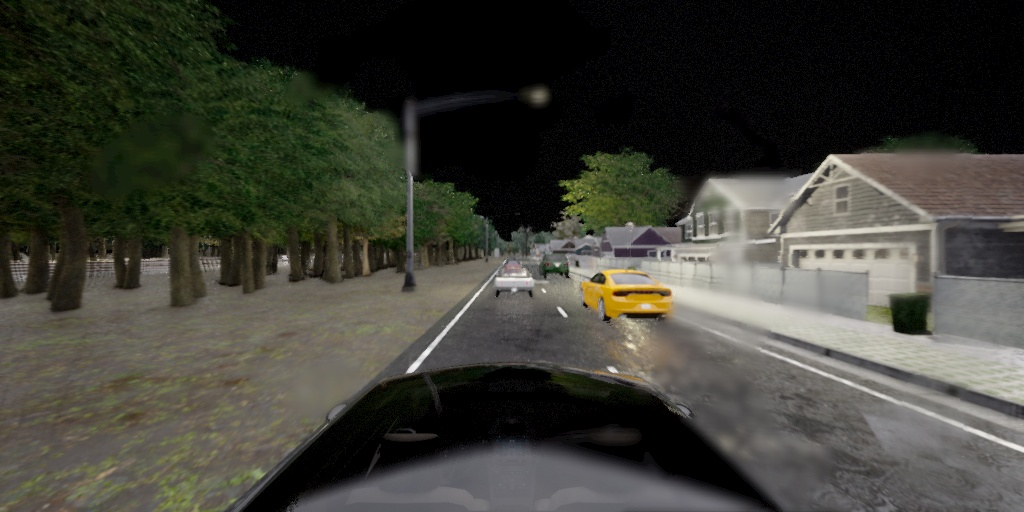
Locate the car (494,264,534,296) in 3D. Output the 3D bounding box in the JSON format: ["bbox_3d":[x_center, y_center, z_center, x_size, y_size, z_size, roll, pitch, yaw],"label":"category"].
[{"bbox_3d":[0.103,1.280,18.858,1.895,1.301,4.718,0,0,0],"label":"car"}]

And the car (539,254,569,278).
[{"bbox_3d":[3.606,0.820,31.189,2.150,2.045,5.566,0,0,0],"label":"car"}]

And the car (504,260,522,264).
[{"bbox_3d":[0.106,1.107,38.889,1.994,1.385,4.181,0,0,0],"label":"car"}]

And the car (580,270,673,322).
[{"bbox_3d":[3.601,1.190,12.121,1.882,1.535,5.008,0,0,0],"label":"car"}]
